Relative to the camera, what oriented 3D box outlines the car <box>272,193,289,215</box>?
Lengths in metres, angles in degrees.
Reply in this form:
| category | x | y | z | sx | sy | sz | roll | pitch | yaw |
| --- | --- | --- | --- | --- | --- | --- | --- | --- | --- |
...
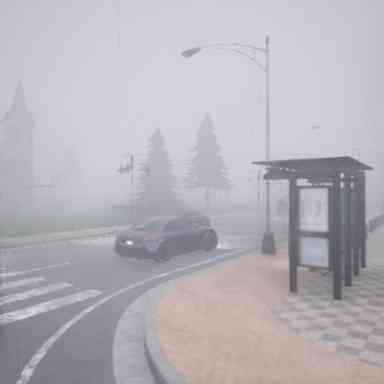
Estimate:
| category | x | y | z | sx | sy | sz | roll | pitch | yaw |
| --- | --- | --- | --- | --- | --- | --- | --- | --- | --- |
| car | 10.630 | 1.256 | 34.625 | 2.150 | 2.045 | 5.566 | 0 | 0 | 35 |

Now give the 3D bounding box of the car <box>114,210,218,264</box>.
| category | x | y | z | sx | sy | sz | roll | pitch | yaw |
| --- | --- | --- | --- | --- | --- | --- | --- | --- | --- |
| car | -0.796 | 1.583 | 12.154 | 1.994 | 1.385 | 4.181 | 0 | 0 | 36 |

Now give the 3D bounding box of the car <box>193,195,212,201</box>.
| category | x | y | z | sx | sy | sz | roll | pitch | yaw |
| --- | --- | --- | --- | --- | --- | --- | --- | --- | --- |
| car | 2.945 | 1.564 | 93.056 | 5.027 | 1.636 | 2.152 | 0 | 0 | 35 |

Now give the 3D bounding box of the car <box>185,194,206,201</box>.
| category | x | y | z | sx | sy | sz | roll | pitch | yaw |
| --- | --- | --- | --- | --- | --- | --- | --- | --- | --- |
| car | 1.185 | 1.573 | 90.459 | 4.514 | 1.523 | 2.007 | 0 | 0 | 35 |

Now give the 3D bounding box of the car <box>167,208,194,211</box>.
| category | x | y | z | sx | sy | sz | roll | pitch | yaw |
| --- | --- | --- | --- | --- | --- | --- | --- | --- | --- |
| car | -0.731 | 1.600 | 18.474 | 1.994 | 1.385 | 4.181 | 0 | 0 | 35 |

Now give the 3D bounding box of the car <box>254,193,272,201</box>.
| category | x | y | z | sx | sy | sz | roll | pitch | yaw |
| --- | --- | --- | --- | --- | --- | --- | --- | --- | --- |
| car | 18.134 | 1.531 | 82.206 | 3.806 | 1.475 | 1.970 | 0 | 0 | 35 |

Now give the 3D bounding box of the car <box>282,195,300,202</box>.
| category | x | y | z | sx | sy | sz | roll | pitch | yaw |
| --- | --- | --- | --- | --- | --- | --- | --- | --- | --- |
| car | 22.493 | 1.486 | 75.501 | 3.633 | 1.501 | 1.845 | 0 | 0 | 35 |
